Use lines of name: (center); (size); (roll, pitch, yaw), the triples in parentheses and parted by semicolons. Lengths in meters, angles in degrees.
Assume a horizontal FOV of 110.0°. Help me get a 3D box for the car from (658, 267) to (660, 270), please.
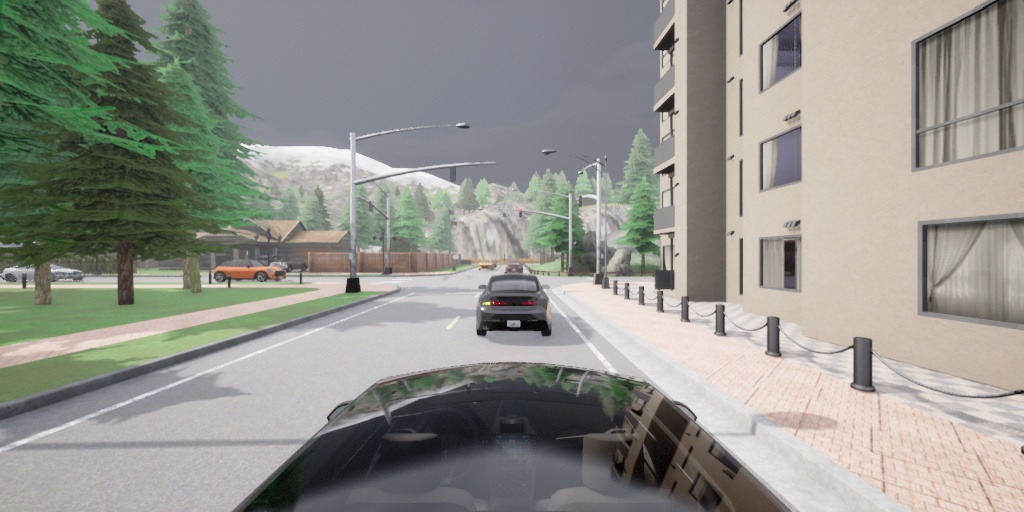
car: (16.019, 0.977, 32.059); (5.566, 2.045, 2.150); (0, 0, -1)

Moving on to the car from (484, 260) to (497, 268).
car: (-3.568, 1.332, 60.364); (1.895, 1.301, 4.718); (0, 0, 0)

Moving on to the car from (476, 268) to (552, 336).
car: (0.059, 1.252, 10.356); (1.837, 1.490, 4.892); (0, 0, 0)

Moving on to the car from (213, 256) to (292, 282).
car: (-19.945, 1.080, 27.455); (4.553, 1.767, 2.097); (0, 0, -1)

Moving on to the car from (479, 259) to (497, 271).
car: (-3.578, 1.212, 50.220); (1.882, 1.535, 5.008); (0, 0, 0)

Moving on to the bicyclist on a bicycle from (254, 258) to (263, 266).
bicyclist on a bicycle: (-24.556, 1.006, 34.848); (0.582, 1.620, 1.656); (0, 0, -1)

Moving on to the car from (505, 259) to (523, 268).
car: (0.221, 1.263, 39.431); (1.812, 1.442, 4.674); (0, 0, 0)

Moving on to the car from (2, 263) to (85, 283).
car: (-35.367, 1.253, 27.110); (4.674, 1.442, 1.812); (0, 0, -1)
